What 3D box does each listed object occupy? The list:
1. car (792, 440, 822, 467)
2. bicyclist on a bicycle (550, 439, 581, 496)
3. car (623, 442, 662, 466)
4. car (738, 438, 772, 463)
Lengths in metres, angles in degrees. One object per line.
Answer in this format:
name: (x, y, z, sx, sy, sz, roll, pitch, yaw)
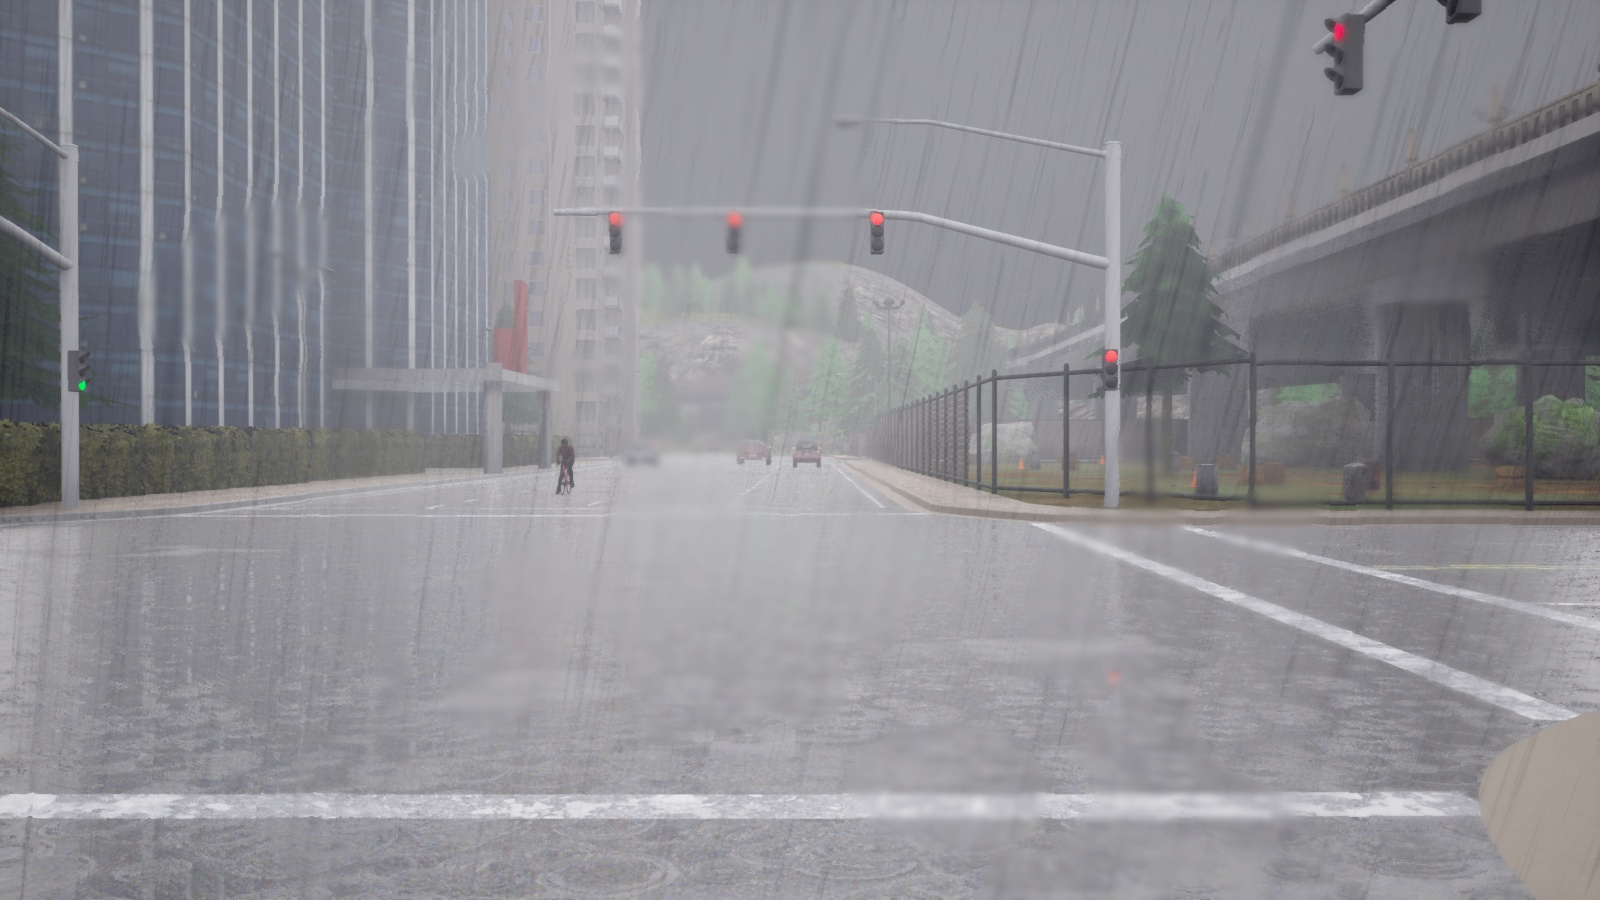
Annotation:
car: (0.426, 0.202, 78.562, 1.851, 1.617, 3.988, 0, 0, 0)
bicyclist on a bicycle: (-6.795, 0.488, 36.405, 0.582, 1.620, 1.656, 0, 1, 0)
car: (-10.063, 0.249, 80.554, 1.970, 1.475, 3.806, 0, 0, 0)
car: (-3.036, 0.039, 85.718, 2.152, 1.651, 5.027, 0, 0, 0)
